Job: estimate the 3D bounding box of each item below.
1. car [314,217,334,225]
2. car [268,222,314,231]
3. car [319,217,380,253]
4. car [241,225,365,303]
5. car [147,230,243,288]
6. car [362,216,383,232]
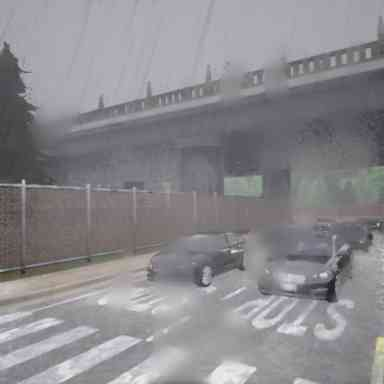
[{"bbox_3d":[11.886,2.905,29.790,1.895,1.301,4.718,-3,-3,32],"label":"car"},{"bbox_3d":[5.372,2.516,19.271,1.895,1.301,4.718,-3,-3,32],"label":"car"},{"bbox_3d":[8.631,2.315,17.887,2.033,1.411,5.357,-3,-3,32],"label":"car"},{"bbox_3d":[3.460,1.952,9.583,2.128,1.511,4.902,-3,-3,32],"label":"car"},{"bbox_3d":[0.479,2.133,11.456,1.837,1.490,4.892,-3,-4,33],"label":"car"},{"bbox_3d":[15.591,2.785,29.152,1.895,1.301,4.718,-3,-3,31],"label":"car"}]
